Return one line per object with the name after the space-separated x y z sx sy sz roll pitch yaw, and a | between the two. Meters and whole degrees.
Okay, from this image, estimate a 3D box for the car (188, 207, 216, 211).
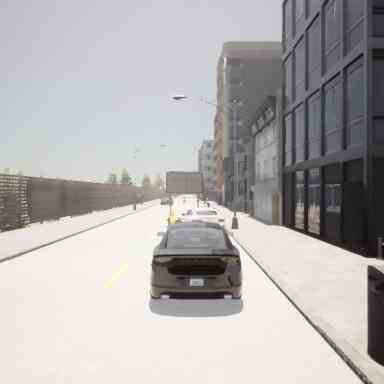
0.486 1.540 17.817 1.812 1.442 4.674 0 -1 -10 | car

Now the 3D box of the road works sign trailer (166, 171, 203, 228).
-0.527 0.466 21.298 2.380 3.560 2.880 0 0 -16 | road works sign trailer

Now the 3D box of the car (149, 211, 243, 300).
0.084 1.478 8.469 1.882 1.535 5.008 0 0 0 | car

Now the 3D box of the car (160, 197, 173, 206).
-4.097 1.568 54.530 1.994 1.385 4.181 0 0 0 | car
